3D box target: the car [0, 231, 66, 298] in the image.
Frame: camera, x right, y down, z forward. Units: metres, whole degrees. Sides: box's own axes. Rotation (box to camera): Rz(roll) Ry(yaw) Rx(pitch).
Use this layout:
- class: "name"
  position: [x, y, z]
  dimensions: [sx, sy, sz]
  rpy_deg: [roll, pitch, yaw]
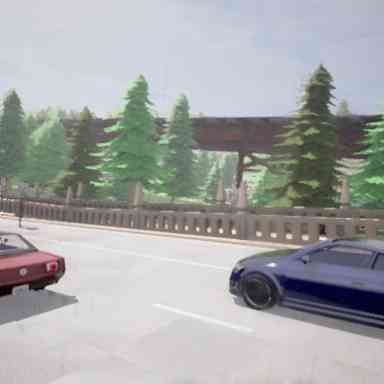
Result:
- class: "car"
  position: [-5.048, 1.548, 7.601]
  dimensions: [4.718, 1.301, 1.895]
  rpy_deg: [0, 0, 36]

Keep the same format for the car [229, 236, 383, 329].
- class: "car"
  position: [2.808, 1.555, 6.291]
  dimensions: [4.181, 1.385, 1.994]
  rpy_deg: [0, 0, 36]
